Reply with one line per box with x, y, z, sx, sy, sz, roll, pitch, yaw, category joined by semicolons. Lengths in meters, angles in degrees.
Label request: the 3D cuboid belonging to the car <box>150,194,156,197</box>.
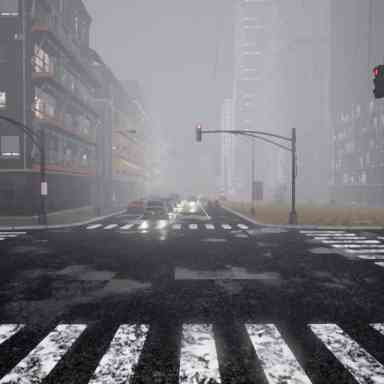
-5.755;1.436;40.969;1.967;1.590;4.097;-1;0;0;car

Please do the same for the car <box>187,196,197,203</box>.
0.012;1.479;69.752;1.882;1.535;5.008;0;0;0;car

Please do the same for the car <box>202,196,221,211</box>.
2.594;1.540;41.038;1.887;1.381;4.507;-1;0;0;car

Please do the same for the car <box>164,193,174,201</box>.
-5.815;1.322;86.161;2.192;1.841;5.009;-1;0;0;car

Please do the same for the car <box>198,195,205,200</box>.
2.528;1.534;92.049;1.752;1.417;4.829;-1;0;0;car

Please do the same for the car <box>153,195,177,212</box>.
-3.145;1.473;38.840;1.882;1.535;5.008;0;0;0;car

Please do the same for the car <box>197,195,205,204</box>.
2.565;1.551;63.633;2.008;1.369;4.403;-1;0;0;car

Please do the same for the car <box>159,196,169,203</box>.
-5.789;1.583;69.215;1.802;1.307;4.206;-1;0;0;car

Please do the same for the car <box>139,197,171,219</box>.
-3.136;1.501;29.293;1.837;1.490;4.892;0;0;0;car

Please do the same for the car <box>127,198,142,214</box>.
-5.746;1.540;35.320;1.887;1.381;4.507;-1;0;0;car

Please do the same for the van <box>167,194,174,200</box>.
-5.821;1.350;91.809;1.690;1.788;3.998;-1;0;0;van

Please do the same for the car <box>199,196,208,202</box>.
2.551;1.548;74.931;1.887;1.381;4.507;-1;0;0;car

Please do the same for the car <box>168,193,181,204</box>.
-3.115;1.220;59.280;2.150;2.045;5.566;0;0;1;car

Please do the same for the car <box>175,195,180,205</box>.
-3.152;1.522;48.723;1.812;1.442;4.674;0;0;0;car
